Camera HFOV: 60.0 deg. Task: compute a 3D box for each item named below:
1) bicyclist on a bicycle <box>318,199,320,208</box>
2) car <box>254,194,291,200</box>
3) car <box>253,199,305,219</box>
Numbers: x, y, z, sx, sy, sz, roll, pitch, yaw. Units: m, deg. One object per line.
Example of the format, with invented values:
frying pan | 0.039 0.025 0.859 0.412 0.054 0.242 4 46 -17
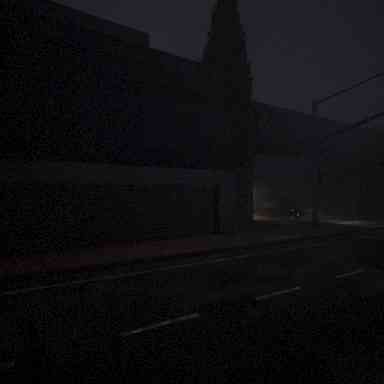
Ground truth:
bicyclist on a bicycle | 16.217 1.303 43.256 1.656 1.620 0.582 0 0 -37
car | 8.689 1.221 34.152 2.150 2.045 5.566 0 0 -36
car | 7.626 1.601 29.719 1.895 1.301 4.718 0 0 -37
